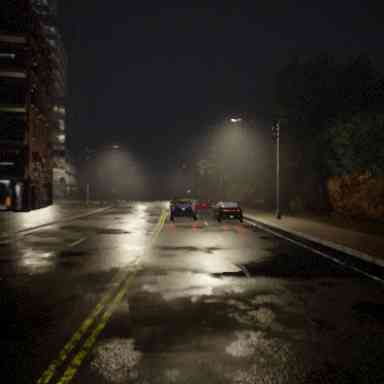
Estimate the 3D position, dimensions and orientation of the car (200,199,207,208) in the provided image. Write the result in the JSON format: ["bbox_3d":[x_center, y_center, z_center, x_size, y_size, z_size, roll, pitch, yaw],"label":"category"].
[{"bbox_3d":[1.355,1.555,43.198,1.994,1.385,4.181,0,0,-5],"label":"car"}]

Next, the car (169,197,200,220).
[{"bbox_3d":[-0.784,1.352,28.023,2.097,1.767,4.553,0,0,-3],"label":"car"}]

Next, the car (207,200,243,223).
[{"bbox_3d":[2.625,1.490,25.339,2.128,1.511,4.902,0,0,-3],"label":"car"}]

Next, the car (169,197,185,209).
[{"bbox_3d":[-2.089,1.497,45.180,1.837,1.490,4.892,0,0,-5],"label":"car"}]
